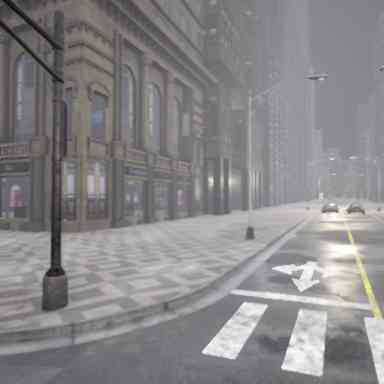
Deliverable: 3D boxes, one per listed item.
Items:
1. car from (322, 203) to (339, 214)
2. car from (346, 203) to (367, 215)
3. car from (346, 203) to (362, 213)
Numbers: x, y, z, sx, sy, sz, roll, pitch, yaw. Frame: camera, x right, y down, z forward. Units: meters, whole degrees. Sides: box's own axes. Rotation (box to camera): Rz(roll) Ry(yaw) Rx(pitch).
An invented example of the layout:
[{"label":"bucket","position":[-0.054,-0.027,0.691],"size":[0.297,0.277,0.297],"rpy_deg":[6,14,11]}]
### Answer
[{"label":"car","position":[18.413,2.168,44.227],"size":[1.994,1.385,4.181],"rpy_deg":[-1,-1,24]},{"label":"car","position":[20.786,2.089,42.087],"size":[1.812,1.442,4.674],"rpy_deg":[-1,-1,24]},{"label":"car","position":[23.506,2.250,48.402],"size":[1.895,1.301,4.718],"rpy_deg":[-1,-1,24]}]
